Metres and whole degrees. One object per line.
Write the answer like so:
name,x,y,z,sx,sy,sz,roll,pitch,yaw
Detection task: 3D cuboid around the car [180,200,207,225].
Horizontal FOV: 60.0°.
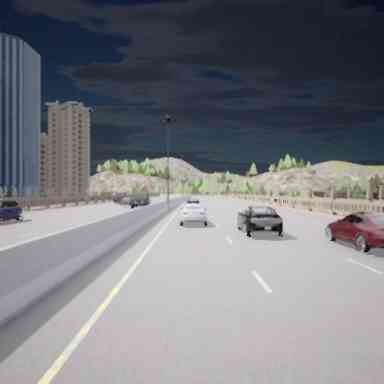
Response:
car,0.109,1.545,23.860,1.812,1.442,4.674,0,0,0

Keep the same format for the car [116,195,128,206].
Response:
car,-10.545,1.568,54.031,1.812,1.442,4.674,0,0,0

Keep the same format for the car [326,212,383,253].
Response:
car,7.106,1.537,13.522,1.812,1.442,4.674,0,0,0

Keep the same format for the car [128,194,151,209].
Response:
car,-7.057,1.262,46.808,2.150,2.045,5.566,0,-1,0

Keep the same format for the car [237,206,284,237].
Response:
car,3.608,1.506,18.232,2.128,1.511,4.902,0,0,0

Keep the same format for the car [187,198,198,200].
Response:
car,0.115,1.524,41.574,2.128,1.511,4.902,0,0,0

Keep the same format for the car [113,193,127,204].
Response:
car,-13.978,1.272,65.720,2.150,2.045,5.566,0,0,0

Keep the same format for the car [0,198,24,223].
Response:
car,-14.088,1.370,23.828,2.097,1.767,4.553,0,0,0
